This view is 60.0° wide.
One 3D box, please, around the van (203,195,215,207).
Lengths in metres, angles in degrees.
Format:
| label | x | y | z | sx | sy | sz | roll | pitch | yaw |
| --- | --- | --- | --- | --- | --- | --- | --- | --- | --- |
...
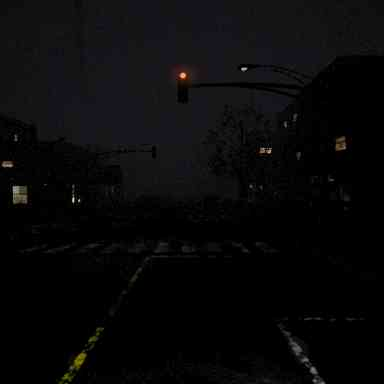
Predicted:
| label | x | y | z | sx | sy | sz | roll | pitch | yaw |
| --- | --- | --- | --- | --- | --- | --- | --- | --- | --- |
| van | 2.679 | 1.328 | 52.529 | 1.690 | 1.788 | 3.998 | -1 | 0 | 0 |

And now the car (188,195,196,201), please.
| label | x | y | z | sx | sy | sz | roll | pitch | yaw |
| --- | --- | --- | --- | --- | --- | --- | --- | --- | --- |
| car | -0.011 | 1.428 | 77.845 | 1.994 | 1.385 | 4.181 | 0 | 0 | 0 |

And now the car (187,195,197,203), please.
| label | x | y | z | sx | sy | sz | roll | pitch | yaw |
| --- | --- | --- | --- | --- | --- | --- | --- | --- | --- |
| car | -0.010 | 1.460 | 67.394 | 1.882 | 1.535 | 5.008 | 0 | 0 | 0 |

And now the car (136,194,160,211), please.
| label | x | y | z | sx | sy | sz | roll | pitch | yaw |
| --- | --- | --- | --- | --- | --- | --- | --- | --- | --- |
| car | -5.700 | 1.305 | 41.440 | 2.192 | 1.841 | 5.009 | -1 | 0 | 0 |

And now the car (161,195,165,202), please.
| label | x | y | z | sx | sy | sz | roll | pitch | yaw |
| --- | --- | --- | --- | --- | --- | --- | --- | --- | --- |
| car | -5.700 | 1.569 | 52.528 | 1.802 | 1.307 | 4.206 | -1 | 0 | 0 |

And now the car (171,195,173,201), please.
| label | x | y | z | sx | sy | sz | roll | pitch | yaw |
| --- | --- | --- | --- | --- | --- | --- | --- | --- | --- |
| car | -5.704 | 1.297 | 69.160 | 2.192 | 1.841 | 5.009 | -1 | 0 | 0 |

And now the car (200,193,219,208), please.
| label | x | y | z | sx | sy | sz | roll | pitch | yaw |
| --- | --- | --- | --- | --- | --- | --- | --- | --- | --- |
| car | 2.679 | 1.303 | 46.985 | 2.192 | 1.841 | 5.009 | -1 | 0 | 0 |

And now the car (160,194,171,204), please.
| label | x | y | z | sx | sy | sz | roll | pitch | yaw |
| --- | --- | --- | --- | --- | --- | --- | --- | --- | --- |
| car | -5.704 | 1.299 | 63.616 | 2.192 | 1.841 | 5.009 | -1 | 0 | 0 |

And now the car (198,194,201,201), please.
| label | x | y | z | sx | sy | sz | roll | pitch | yaw |
| --- | --- | --- | --- | --- | --- | --- | --- | --- | --- |
| car | 2.679 | 1.534 | 63.617 | 2.008 | 1.369 | 4.403 | -1 | 0 | 0 |

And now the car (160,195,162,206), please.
| label | x | y | z | sx | sy | sz | roll | pitch | yaw |
| --- | --- | --- | --- | --- | --- | --- | --- | --- | --- |
| car | -5.700 | 1.533 | 46.984 | 1.887 | 1.381 | 4.507 | -1 | 0 | 0 |

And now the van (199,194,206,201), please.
| label | x | y | z | sx | sy | sz | roll | pitch | yaw |
| --- | --- | --- | --- | --- | --- | --- | --- | --- | --- |
| van | 2.674 | 1.317 | 85.793 | 1.690 | 1.788 | 3.998 | -1 | 0 | 0 |
